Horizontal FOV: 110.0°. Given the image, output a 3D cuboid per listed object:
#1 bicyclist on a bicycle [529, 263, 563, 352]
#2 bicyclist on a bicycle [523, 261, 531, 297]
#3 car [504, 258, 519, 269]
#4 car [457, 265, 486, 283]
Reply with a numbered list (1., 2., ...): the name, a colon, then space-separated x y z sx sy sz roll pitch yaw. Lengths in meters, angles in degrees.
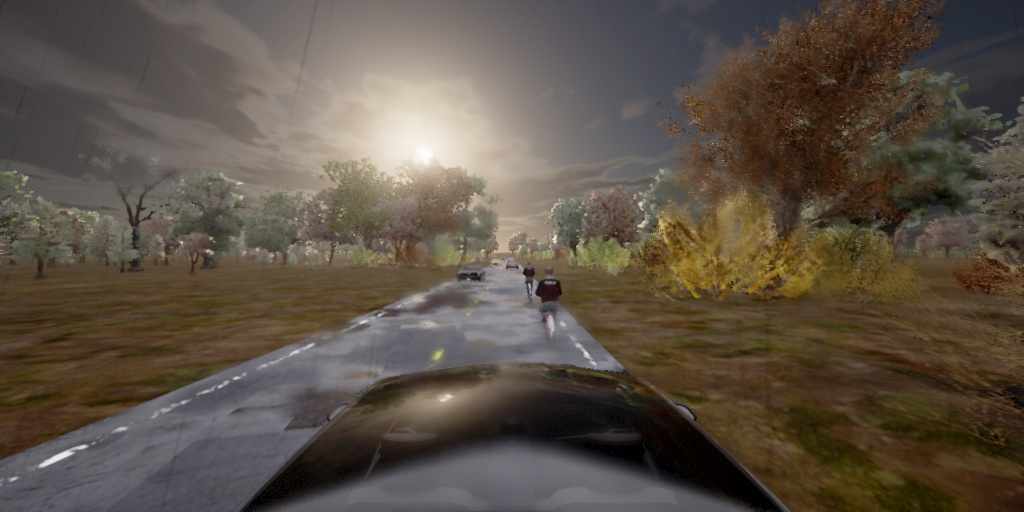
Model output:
1. bicyclist on a bicycle: 0.823 1.127 8.089 0.659 1.776 1.843 0 0 0
2. bicyclist on a bicycle: 0.817 1.135 17.089 0.659 1.776 1.843 0 0 0
3. car: 0.064 1.342 57.386 1.994 1.385 4.181 0 0 0
4. car: -3.116 1.372 28.112 1.895 1.301 4.718 0 0 0
